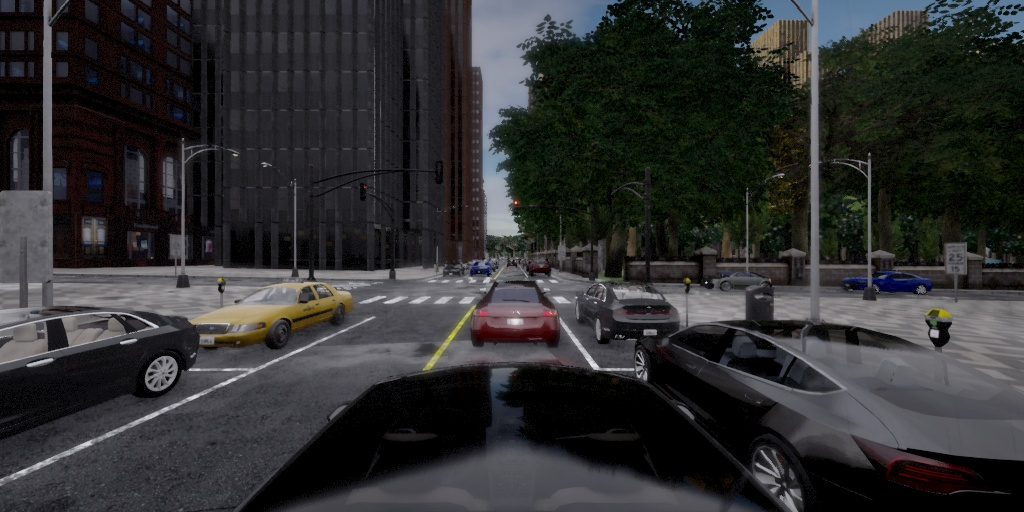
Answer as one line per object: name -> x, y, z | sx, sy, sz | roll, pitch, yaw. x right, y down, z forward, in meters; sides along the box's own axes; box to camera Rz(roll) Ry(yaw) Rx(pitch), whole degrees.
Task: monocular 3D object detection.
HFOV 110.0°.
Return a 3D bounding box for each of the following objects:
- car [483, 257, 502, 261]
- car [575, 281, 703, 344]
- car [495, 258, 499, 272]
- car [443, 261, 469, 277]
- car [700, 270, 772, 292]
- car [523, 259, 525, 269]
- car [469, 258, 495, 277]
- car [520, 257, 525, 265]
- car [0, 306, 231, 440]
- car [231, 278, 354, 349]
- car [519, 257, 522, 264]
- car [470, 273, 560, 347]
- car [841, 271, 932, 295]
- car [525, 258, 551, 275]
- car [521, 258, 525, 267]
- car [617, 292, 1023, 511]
car -> -3.086, 1.277, 56.630 | 2.128, 1.511, 4.902 | 0, 0, 0
car -> 2.763, 1.301, 9.349 | 2.007, 1.370, 4.403 | 0, 0, 0
car -> -3.093, 1.338, 46.584 | 1.994, 1.385, 4.181 | 0, 0, 0
car -> -5.764, 1.328, 36.004 | 1.948, 1.339, 4.313 | 0, 0, 0
car -> 15.046, 1.647, 24.172 | 4.181, 1.385, 1.994 | 1, 0, -2
car -> 2.761, 1.340, 46.926 | 1.948, 1.339, 4.313 | 0, 0, 0
car -> -3.093, 1.241, 36.619 | 1.882, 1.535, 5.008 | 0, 0, 0
car -> 2.760, 1.338, 57.839 | 2.007, 1.370, 4.403 | 0, 0, 0
car -> -5.762, 1.300, 3.827 | 2.007, 1.370, 4.403 | 0, 0, 0
car -> -5.763, 1.276, 9.170 | 1.751, 1.417, 4.829 | 0, 0, 0
car -> 2.760, 1.233, 63.296 | 1.967, 1.591, 4.097 | 0, 0, 0
car -> 0.081, 1.314, 9.344 | 1.994, 1.385, 4.181 | 0, 0, 0
car -> 25.158, 1.768, 24.208 | 5.008, 1.535, 1.882 | 1, 0, 0
car -> 2.761, 1.077, 36.014 | 2.192, 1.841, 5.009 | 0, 0, 0
car -> 2.760, 1.331, 52.383 | 2.007, 1.370, 4.403 | 0, 0, 0
car -> 2.763, 1.316, 3.836 | 1.948, 1.339, 4.313 | 0, 0, 0
